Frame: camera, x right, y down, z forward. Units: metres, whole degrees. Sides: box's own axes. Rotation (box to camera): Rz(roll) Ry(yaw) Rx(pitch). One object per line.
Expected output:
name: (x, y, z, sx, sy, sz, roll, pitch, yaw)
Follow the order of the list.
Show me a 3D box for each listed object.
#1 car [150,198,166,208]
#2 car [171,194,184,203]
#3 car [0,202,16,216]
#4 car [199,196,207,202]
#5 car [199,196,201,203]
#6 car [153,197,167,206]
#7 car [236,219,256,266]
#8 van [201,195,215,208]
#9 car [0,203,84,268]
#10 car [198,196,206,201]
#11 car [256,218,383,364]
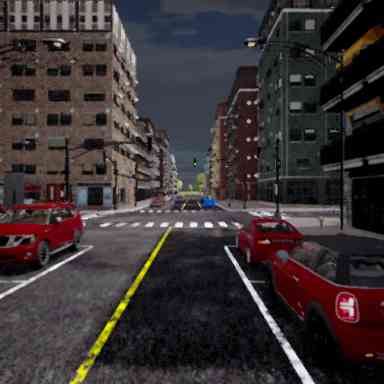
car: (-5.282, 1.636, 49.665, 1.802, 1.307, 4.206, 0, 0, 0)
car: (-2.750, 1.425, 71.732, 2.097, 1.767, 4.553, 0, 0, 0)
car: (-21.612, 1.818, 35.640, 4.507, 1.381, 1.887, -1, 1, 0)
car: (2.566, 1.599, 77.676, 1.752, 1.417, 4.829, 0, 0, 0)
car: (2.565, 1.633, 66.305, 1.947, 1.339, 4.313, 0, 0, 0)
car: (-5.282, 1.603, 55.253, 1.887, 1.381, 4.507, 0, 0, 0)
car: (2.565, 1.559, 11.461, 1.887, 1.381, 4.507, 0, 0, 0)
van: (2.565, 1.395, 49.504, 1.690, 1.788, 3.998, 0, 0, 0)
car: (-5.316, 1.329, 11.461, 2.192, 1.841, 5.009, 0, 0, 0)
car: (2.566, 1.658, 83.106, 1.802, 1.307, 4.206, 0, 0, 0)
car: (2.565, 1.448, 5.867, 1.967, 1.590, 4.097, 0, 0, 0)
